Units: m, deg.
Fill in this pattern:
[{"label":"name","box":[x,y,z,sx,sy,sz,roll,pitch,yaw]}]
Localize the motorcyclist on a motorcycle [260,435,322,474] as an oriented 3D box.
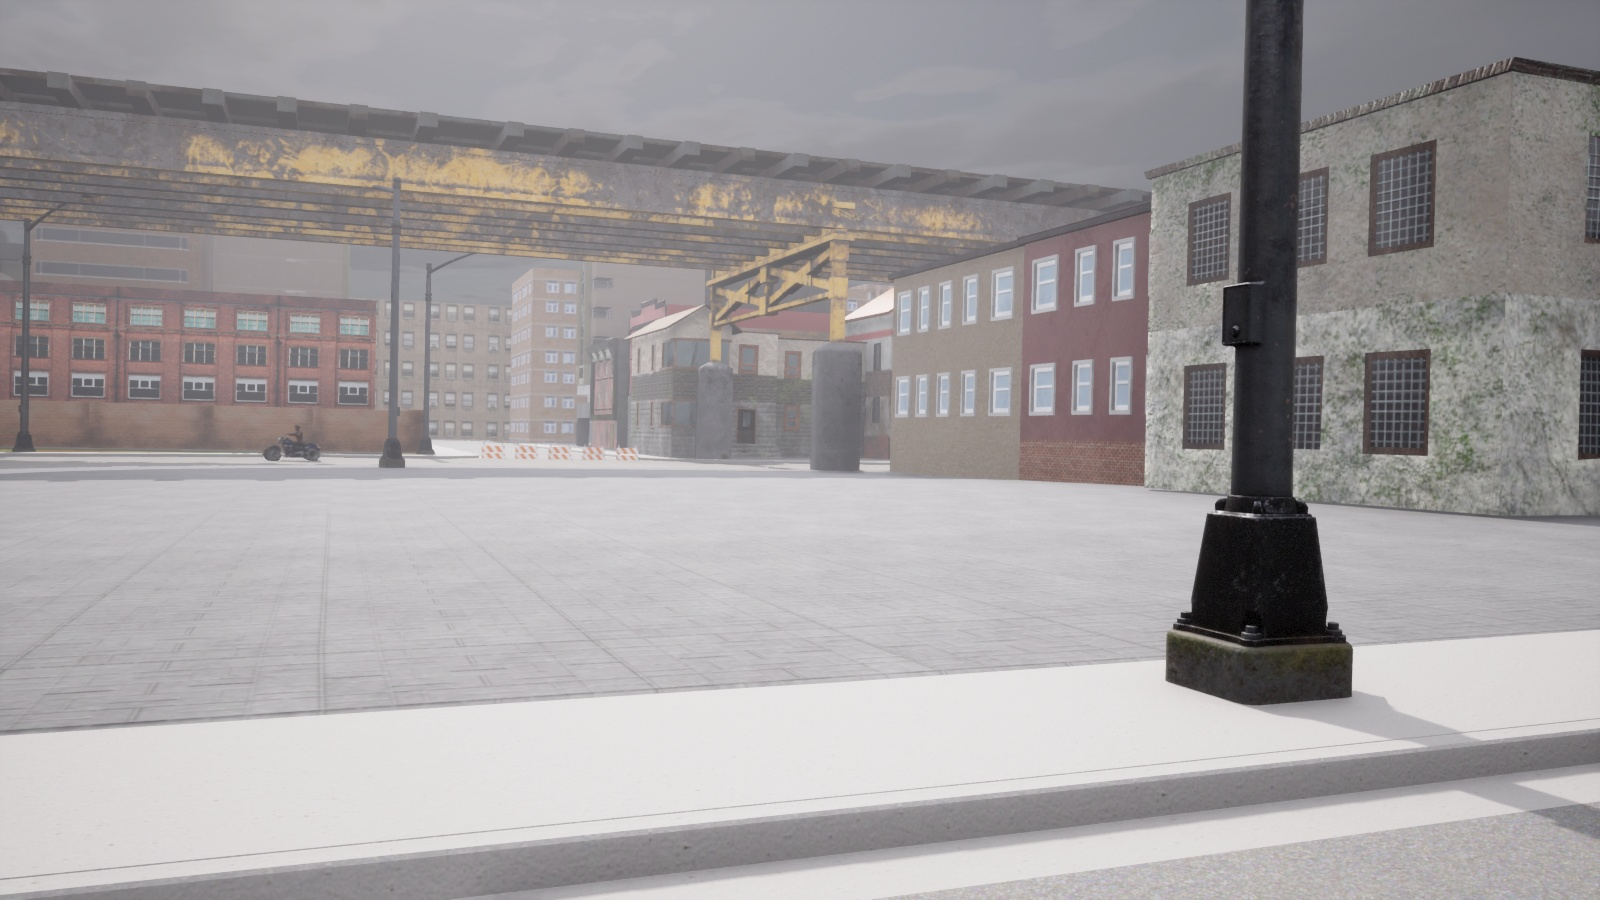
[{"label":"motorcyclist on a motorcycle","box":[-22.112,0.184,54.579,2.350,1.649,0.766,-1,1,-37]}]
